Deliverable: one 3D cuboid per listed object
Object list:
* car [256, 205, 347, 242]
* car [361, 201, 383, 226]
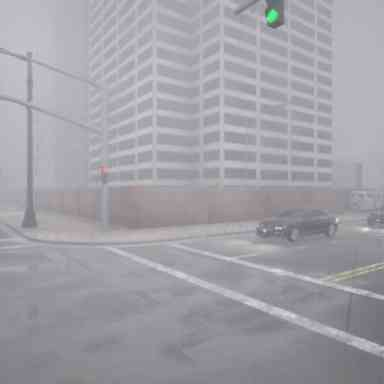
[{"bbox_3d":[5.251,1.497,16.330,4.892,1.490,1.837,0,0,-35],"label":"car"},{"bbox_3d":[13.611,1.511,22.276,4.674,1.442,1.812,0,0,-35],"label":"car"}]
